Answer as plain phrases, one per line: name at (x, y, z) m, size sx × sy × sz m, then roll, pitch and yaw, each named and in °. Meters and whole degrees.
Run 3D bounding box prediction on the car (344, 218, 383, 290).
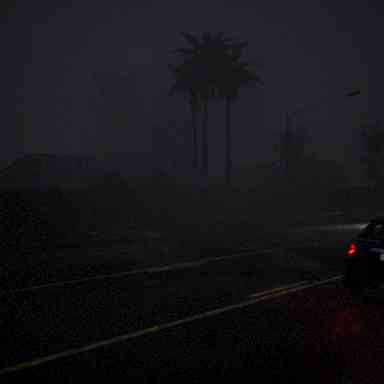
car at (5.622, 1.321, 7.843) m, size 4.553 × 1.767 × 2.097 m, roll 0°, pitch 0°, yaw -36°
